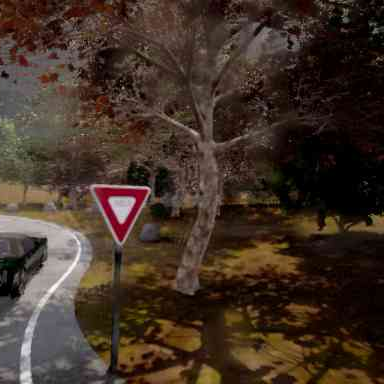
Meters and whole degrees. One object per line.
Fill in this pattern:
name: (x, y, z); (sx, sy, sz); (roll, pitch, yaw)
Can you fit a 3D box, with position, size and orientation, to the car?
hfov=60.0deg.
car: (-5.010, 1.670, 8.536); (1.895, 1.301, 4.718); (2, 0, -15)
